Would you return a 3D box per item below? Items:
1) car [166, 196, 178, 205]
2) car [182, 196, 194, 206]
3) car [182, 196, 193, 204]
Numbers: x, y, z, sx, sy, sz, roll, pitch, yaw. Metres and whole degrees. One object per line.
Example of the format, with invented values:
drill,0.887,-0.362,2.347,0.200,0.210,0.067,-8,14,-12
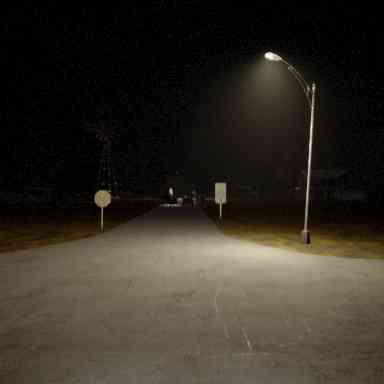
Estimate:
car,-3.479,1.473,58.876,2.033,1.411,5.357,0,0,-1
car,-0.672,1.433,54.313,2.128,1.511,4.902,0,0,-1
car,-0.801,1.455,64.749,2.033,1.411,5.357,0,0,-1
